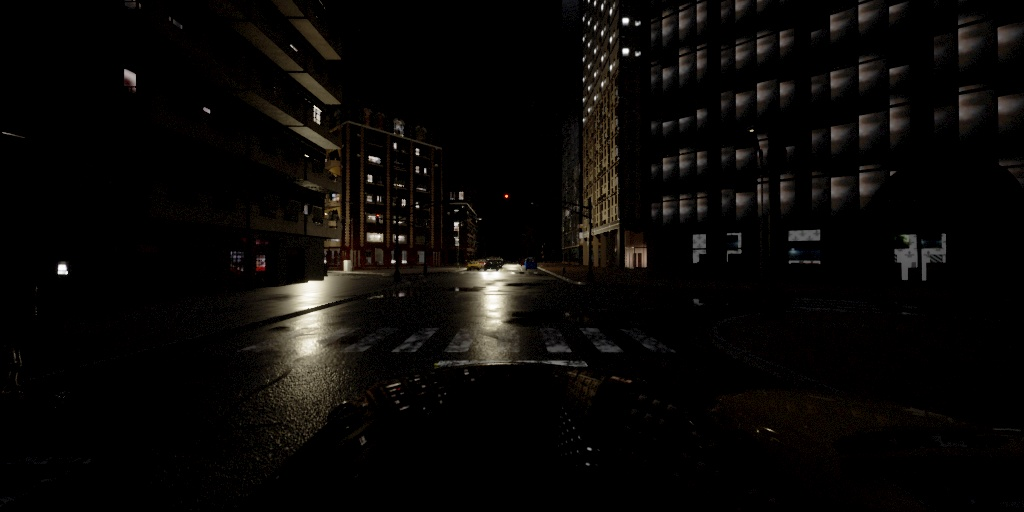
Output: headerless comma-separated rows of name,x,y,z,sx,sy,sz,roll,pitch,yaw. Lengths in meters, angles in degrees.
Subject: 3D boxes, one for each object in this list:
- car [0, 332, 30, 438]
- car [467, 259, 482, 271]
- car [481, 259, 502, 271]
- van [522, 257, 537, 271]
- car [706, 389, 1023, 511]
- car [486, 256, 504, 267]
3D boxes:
car,-5.318,1.065,1.076,2.192,1.841,5.009,0,0,0
car,-5.267,1.321,49.906,1.751,1.417,4.829,0,0,0
car,-2.801,1.395,49.229,1.895,1.301,4.718,0,0,0
van,2.613,1.136,50.067,1.690,1.789,3.998,0,0,0
car,2.563,1.275,1.244,1.751,1.417,4.829,0,0,0
car,-2.779,1.037,59.153,2.150,2.045,5.566,0,0,0
